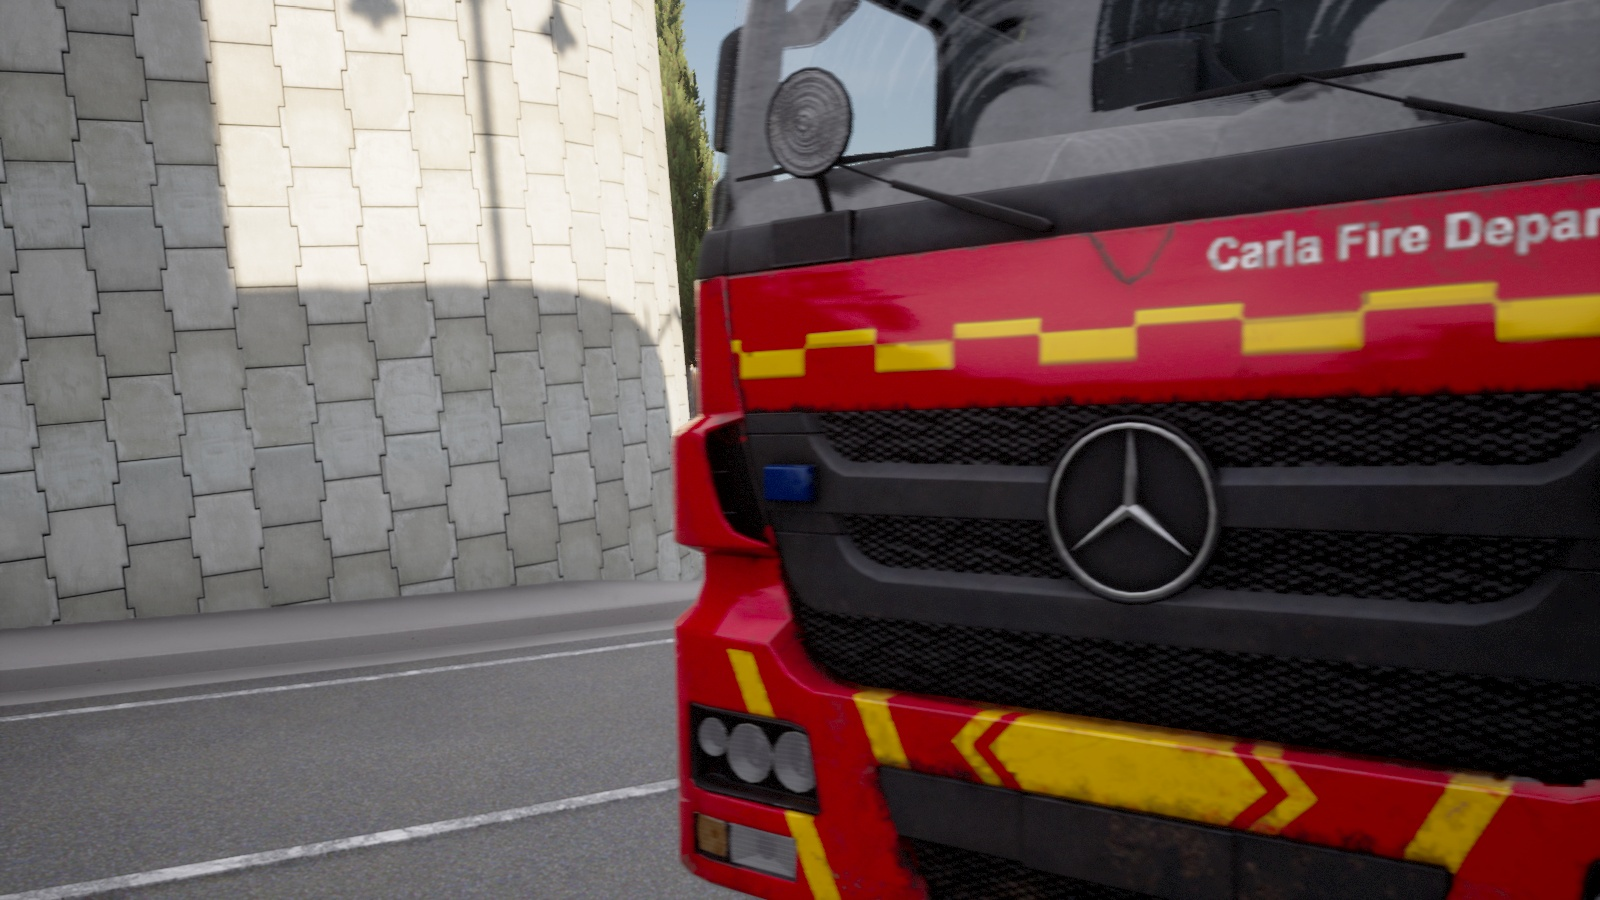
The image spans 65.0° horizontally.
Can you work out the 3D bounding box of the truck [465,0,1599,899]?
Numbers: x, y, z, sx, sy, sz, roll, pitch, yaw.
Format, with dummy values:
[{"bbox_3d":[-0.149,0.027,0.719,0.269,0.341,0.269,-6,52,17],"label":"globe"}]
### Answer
[{"bbox_3d":[2.935,-0.499,5.584,2.891,3.827,8.468,0,2,38],"label":"truck"}]
